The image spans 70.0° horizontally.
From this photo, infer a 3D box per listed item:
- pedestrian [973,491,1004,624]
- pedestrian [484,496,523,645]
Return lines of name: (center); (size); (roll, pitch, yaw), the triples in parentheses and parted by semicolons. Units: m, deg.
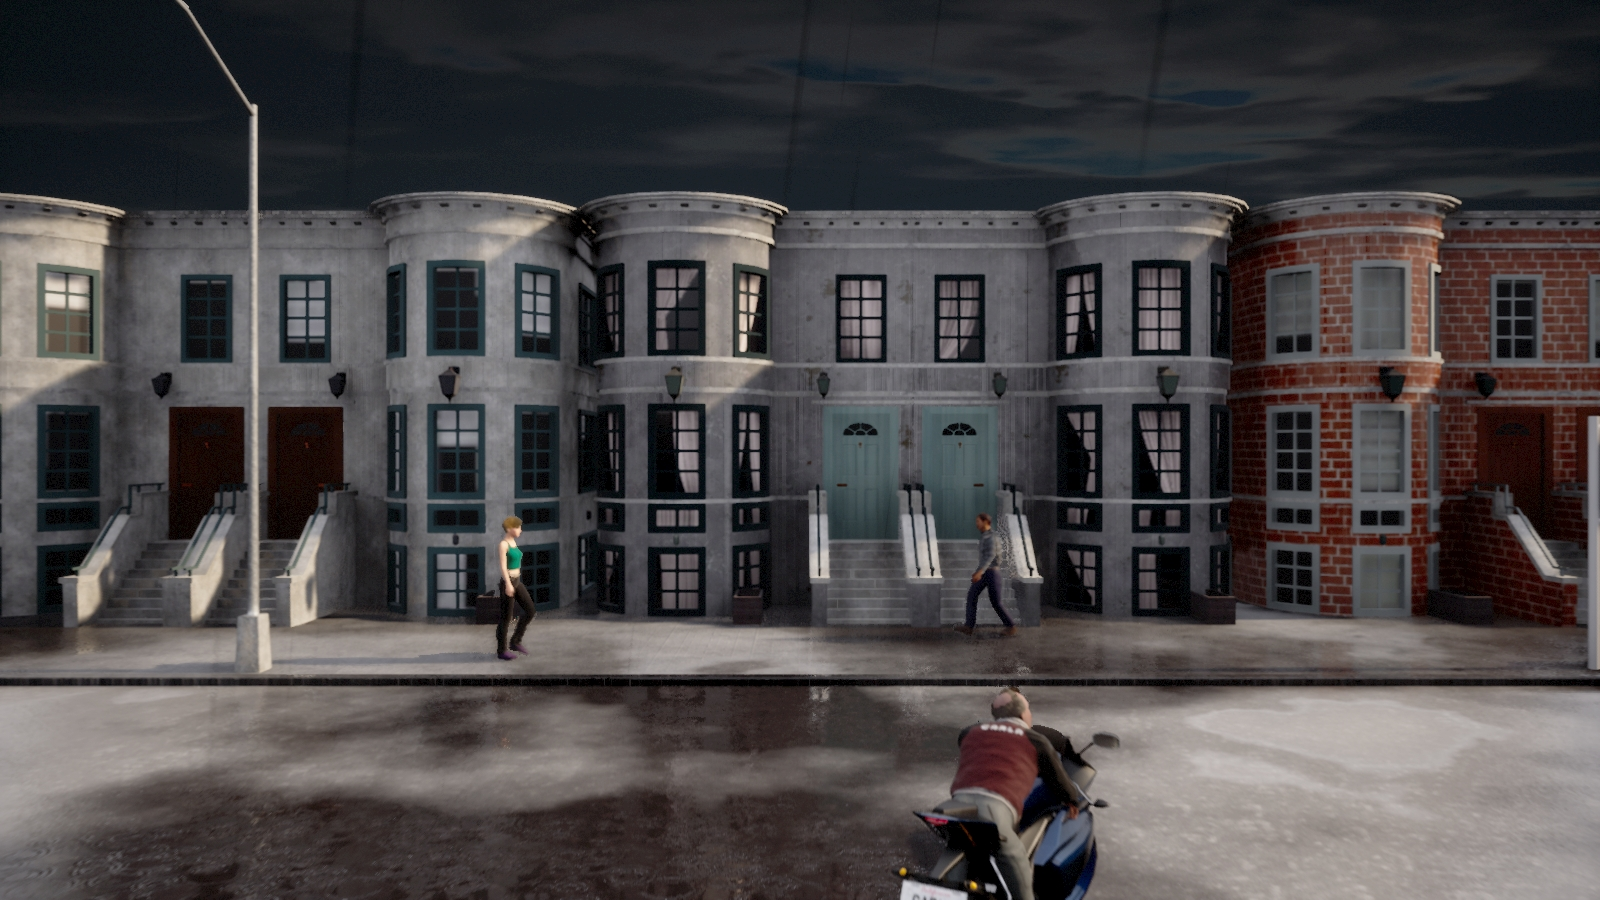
pedestrian: (2.697, 1.524, 16.346); (0.375, 1.860, 0.375); (0, 0, -3)
pedestrian: (-3.789, 1.524, 14.614); (0.375, 1.860, 0.375); (0, 0, 8)
